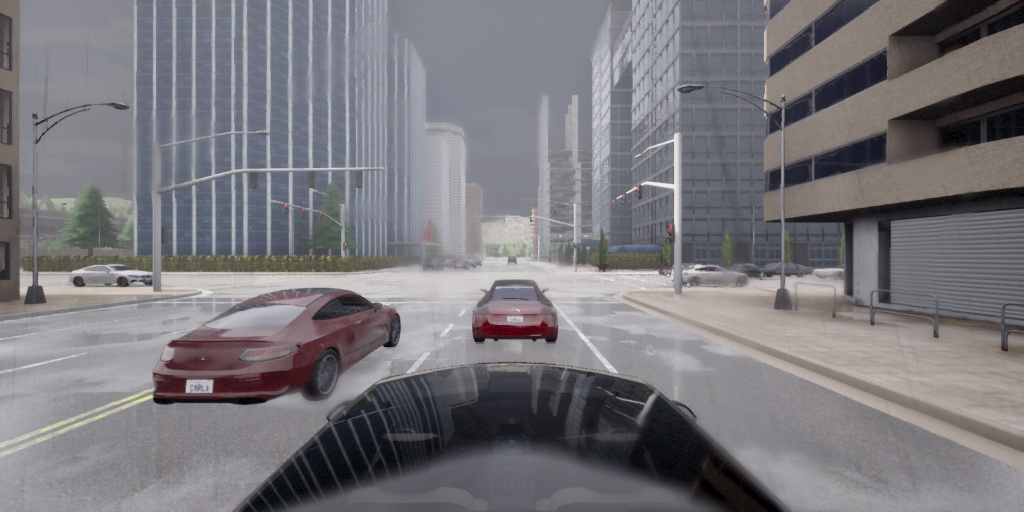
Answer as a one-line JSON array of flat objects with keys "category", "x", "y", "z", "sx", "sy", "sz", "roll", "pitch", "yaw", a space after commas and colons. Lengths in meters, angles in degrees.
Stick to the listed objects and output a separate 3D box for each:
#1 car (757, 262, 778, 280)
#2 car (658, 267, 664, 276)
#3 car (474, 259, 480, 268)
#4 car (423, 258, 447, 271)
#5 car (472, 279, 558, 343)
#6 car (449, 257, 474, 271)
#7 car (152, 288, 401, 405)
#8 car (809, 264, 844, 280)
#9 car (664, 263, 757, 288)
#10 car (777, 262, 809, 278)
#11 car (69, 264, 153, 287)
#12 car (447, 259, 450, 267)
[{"category": "car", "x": 19.380, "y": 1.351, "z": 30.481, "sx": 4.718, "sy": 1.301, "sz": 1.895, "roll": 0, "pitch": 0, "yaw": 1}, {"category": "car", "x": 16.158, "y": 1.314, "z": 34.019, "sx": 4.181, "sy": 1.385, "sz": 1.994, "roll": 0, "pitch": 0, "yaw": 1}, {"category": "car", "x": -7.038, "y": 1.275, "z": 60.820, "sx": 1.812, "sy": 1.442, "sz": 4.674, "roll": 0, "pitch": 0, "yaw": 1}, {"category": "car", "x": -10.560, "y": 1.102, "z": 48.341, "sx": 2.097, "sy": 1.767, "sz": 4.553, "roll": 0, "pitch": 0, "yaw": 0}, {"category": "car", "x": 0.081, "y": 1.314, "z": 9.662, "sx": 1.994, "sy": 1.385, "sz": 4.181, "roll": 0, "pitch": 0, "yaw": 0}, {"category": "car", "x": -7.055, "y": 1.241, "z": 50.866, "sx": 2.128, "sy": 1.511, "sz": 4.902, "roll": 0, "pitch": 0, "yaw": 0}, {"category": "car", "x": -3.440, "y": 1.276, "z": 6.269, "sx": 1.812, "sy": 1.442, "sz": 4.674, "roll": 0, "pitch": 0, "yaw": 0}, {"category": "car", "x": 28.549, "y": 1.351, "z": 30.382, "sx": 4.718, "sy": 1.301, "sz": 1.895, "roll": 0, "pitch": 0, "yaw": 1}, {"category": "car", "x": 12.824, "y": 1.275, "z": 23.350, "sx": 4.674, "sy": 1.442, "sz": 1.812, "roll": 0, "pitch": 0, "yaw": 1}, {"category": "car", "x": 25.394, "y": 1.297, "z": 33.918, "sx": 5.357, "sy": 1.411, "sz": 2.033, "roll": 0, "pitch": 0, "yaw": 1}, {"category": "car", "x": -26.438, "y": 1.276, "z": 23.793, "sx": 4.674, "sy": 1.442, "sz": 1.812, "roll": 0, "pitch": 0, "yaw": 1}, {"category": "car", "x": -10.549, "y": 1.275, "z": 58.157, "sx": 1.812, "sy": 1.442, "sz": 4.674, "roll": 0, "pitch": 0, "yaw": 1}]
